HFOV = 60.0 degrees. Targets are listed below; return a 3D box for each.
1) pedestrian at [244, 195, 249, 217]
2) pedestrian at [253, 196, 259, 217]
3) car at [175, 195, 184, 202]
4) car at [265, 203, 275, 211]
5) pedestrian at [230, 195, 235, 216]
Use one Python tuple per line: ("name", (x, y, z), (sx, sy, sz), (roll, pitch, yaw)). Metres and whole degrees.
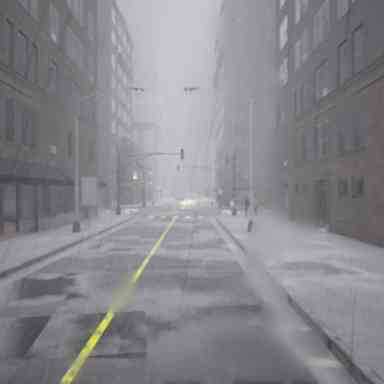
("pedestrian", (4.635, 1.203, 28.588), (0.375, 1.860, 0.375), (0, 0, 0))
("pedestrian", (5.605, 1.227, 29.188), (0.375, 1.860, 0.375), (0, 0, 0))
("car", (-3.002, 1.411, 79.650), (2.097, 1.767, 4.553), (0, 0, 0))
("car", (11.658, 1.759, 43.385), (4.206, 1.307, 1.802), (1, 0, 0))
("pedestrian", (3.635, 1.196, 29.789), (0.375, 1.860, 0.375), (0, 0, 0))
